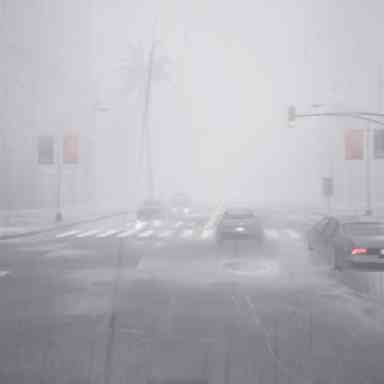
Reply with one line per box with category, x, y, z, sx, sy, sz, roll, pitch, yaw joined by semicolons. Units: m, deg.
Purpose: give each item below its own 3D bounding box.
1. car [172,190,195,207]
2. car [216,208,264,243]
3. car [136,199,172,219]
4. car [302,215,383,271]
car;-1.291;0.919;44.081;2.150;2.045;5.566;-1;1;7
car;2.138;1.432;15.234;1.994;1.385;4.181;-1;0;7
car;-3.196;1.349;27.527;1.837;1.490;4.892;-1;1;7
car;4.831;1.417;10.233;2.033;1.411;5.357;-1;0;7
